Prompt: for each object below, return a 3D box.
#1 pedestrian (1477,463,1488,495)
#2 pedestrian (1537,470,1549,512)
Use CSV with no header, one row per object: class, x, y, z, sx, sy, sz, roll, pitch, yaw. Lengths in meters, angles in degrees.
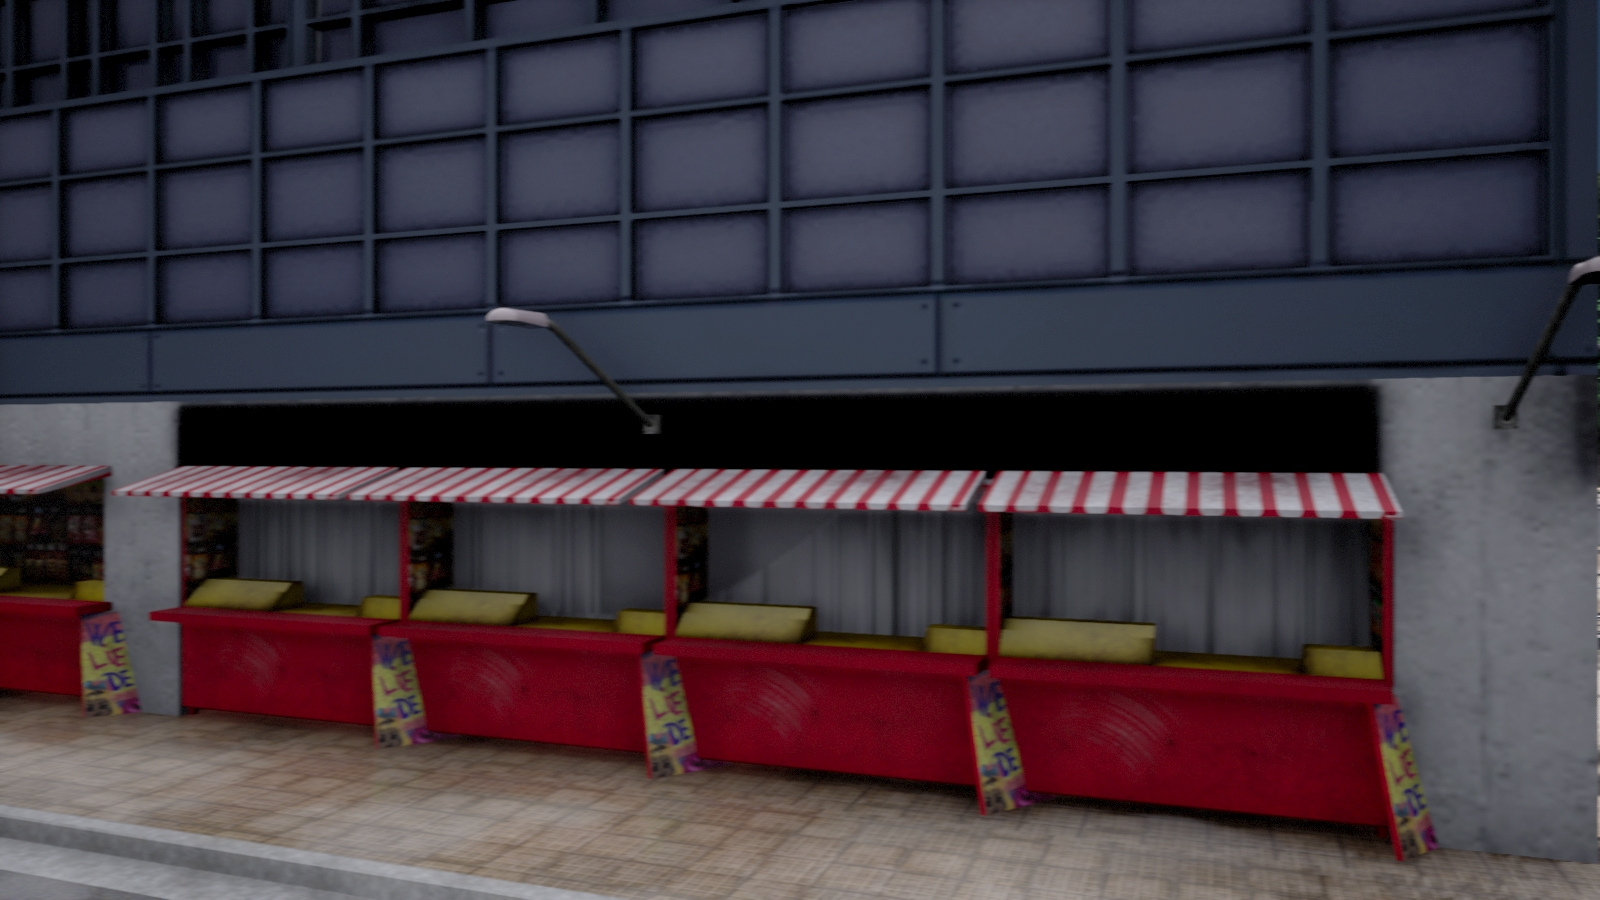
pedestrian,39.200,1.658,65.616,0.375,1.860,0.375,0,0,-9
pedestrian,33.237,1.828,51.085,0.375,1.860,0.375,0,0,21
